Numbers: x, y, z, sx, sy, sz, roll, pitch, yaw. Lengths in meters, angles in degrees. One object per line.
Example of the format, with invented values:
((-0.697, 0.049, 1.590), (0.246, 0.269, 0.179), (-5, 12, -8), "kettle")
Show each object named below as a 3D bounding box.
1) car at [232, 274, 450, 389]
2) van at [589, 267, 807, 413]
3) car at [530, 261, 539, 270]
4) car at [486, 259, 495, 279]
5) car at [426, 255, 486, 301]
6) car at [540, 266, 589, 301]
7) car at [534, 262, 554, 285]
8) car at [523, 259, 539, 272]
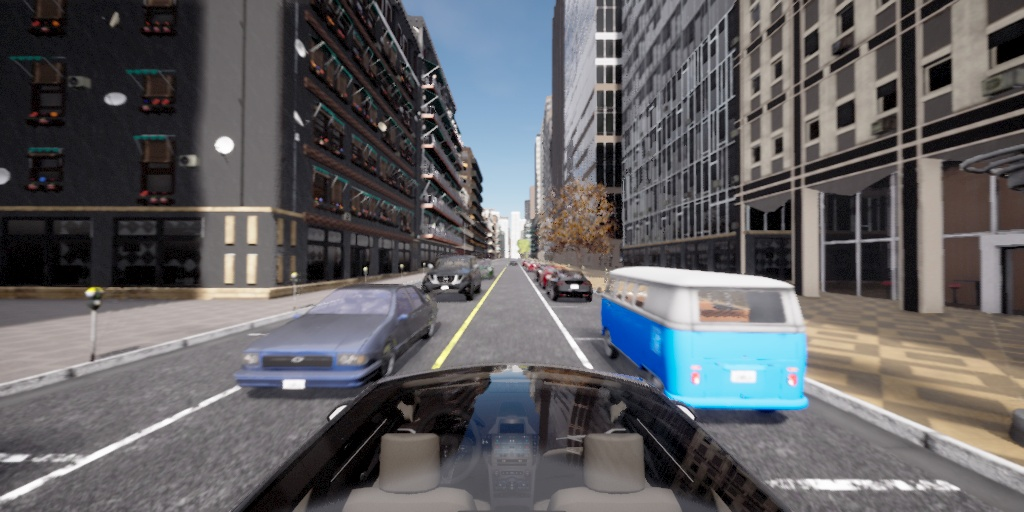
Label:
((-2.835, 1.286, 7.340), (2.033, 1.411, 5.357), (0, 0, 0), "car")
((2.572, 1.101, 5.836), (1.690, 1.789, 3.998), (0, 0, 0), "van")
((2.676, 1.328, 28.447), (1.948, 1.339, 4.313), (0, 0, 0), "car")
((-2.621, 1.094, 31.807), (2.097, 1.767, 4.553), (0, 0, 0), "car")
((-2.769, 0.961, 17.785), (2.150, 2.045, 5.566), (0, 0, 1), "car")
((2.624, 1.327, 17.142), (1.948, 1.339, 4.313), (0, 0, 0), "car")
((2.650, 1.307, 22.794), (1.888, 1.381, 4.507), (0, 0, 0), "car")
((2.754, 1.202, 45.404), (1.967, 1.591, 4.097), (0, 0, 0), "car")
